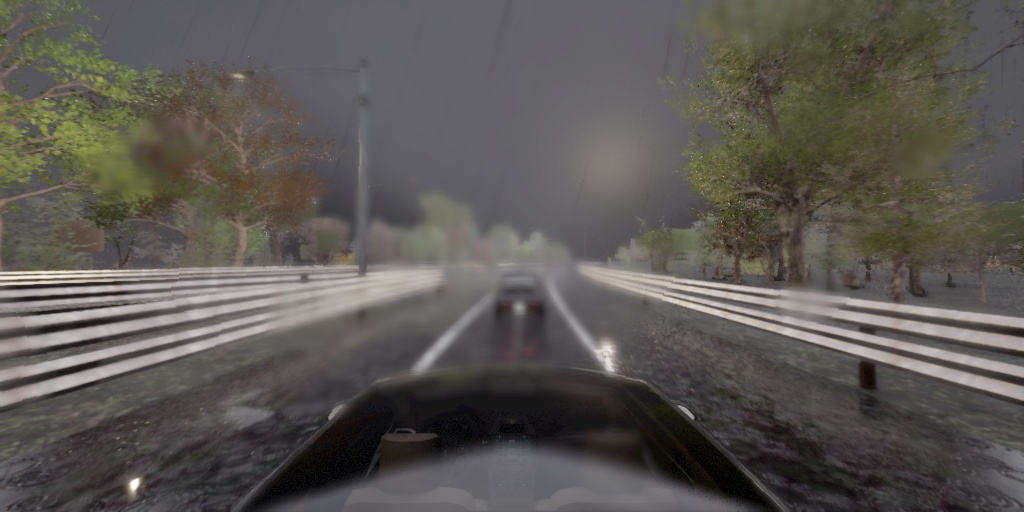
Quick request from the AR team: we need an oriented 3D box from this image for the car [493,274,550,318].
[{"bbox_3d":[0.381,1.415,13.811,1.837,1.490,4.892,0,0,3],"label":"car"}]
